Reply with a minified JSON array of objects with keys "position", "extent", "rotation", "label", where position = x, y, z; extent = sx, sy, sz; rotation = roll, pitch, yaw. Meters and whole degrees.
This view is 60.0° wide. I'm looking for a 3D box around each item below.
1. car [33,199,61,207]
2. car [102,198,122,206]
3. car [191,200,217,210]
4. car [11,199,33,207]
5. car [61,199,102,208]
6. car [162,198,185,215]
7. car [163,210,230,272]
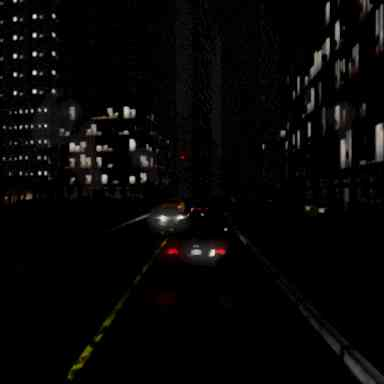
[{"position":[-24.963,1.909,58.638],"extent":[4.313,1.339,1.947],"rotation":[-1,1,13],"label":"car"},{"position":[-14.001,1.701,56.111],"extent":[4.403,1.369,2.008],"rotation":[-1,1,13],"label":"car"},{"position":[0.978,1.438,27.764],"extent":[1.837,1.490,4.892],"rotation":[0,1,4],"label":"car"},{"position":[-30.443,2.006,59.901],"extent":[4.313,1.339,1.947],"rotation":[-1,1,13],"label":"car"},{"position":[-15.882,1.686,47.945],"extent":[4.403,1.369,2.008],"rotation":[-1,1,13],"label":"car"},{"position":[-1.766,1.393,33.211],"extent":[1.882,1.535,5.008],"rotation":[0,0,4],"label":"car"},{"position":[0.197,1.524,10.676],"extent":[2.033,1.411,5.357],"rotation":[0,0,2],"label":"car"}]
